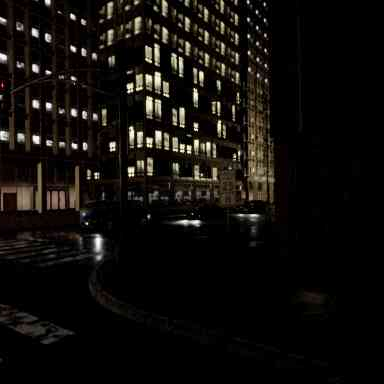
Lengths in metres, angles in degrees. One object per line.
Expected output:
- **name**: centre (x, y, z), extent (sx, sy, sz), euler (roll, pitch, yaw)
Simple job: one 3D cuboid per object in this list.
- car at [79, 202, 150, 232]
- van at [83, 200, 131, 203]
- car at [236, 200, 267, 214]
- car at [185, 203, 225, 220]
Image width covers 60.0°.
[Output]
- **car**: centre (-4.675, 1.571, 20.993), extent (1.837, 1.490, 4.892), euler (-1, -1, 33)
- **van**: centre (-6.017, 1.460, 23.528), extent (1.690, 1.788, 3.998), euler (-2, -1, 36)
- **car**: centre (7.087, 1.631, 37.281), extent (1.812, 1.442, 4.674), euler (-1, -1, 36)
- **car**: centre (1.188, 1.649, 29.095), extent (1.994, 1.385, 4.181), euler (-1, -1, 36)
